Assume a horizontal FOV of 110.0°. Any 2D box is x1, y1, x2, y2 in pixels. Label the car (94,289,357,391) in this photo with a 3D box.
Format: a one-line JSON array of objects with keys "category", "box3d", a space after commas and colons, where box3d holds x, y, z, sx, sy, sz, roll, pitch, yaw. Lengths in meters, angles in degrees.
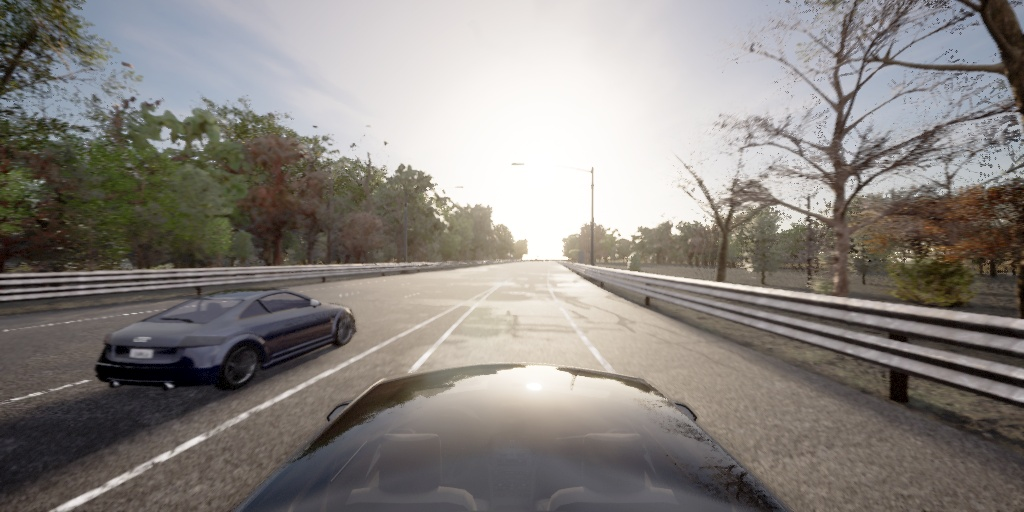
[{"category": "car", "box3d": [-4.832, 1.312, 6.880, 1.994, 1.385, 4.181, 0, 0, 6]}]
